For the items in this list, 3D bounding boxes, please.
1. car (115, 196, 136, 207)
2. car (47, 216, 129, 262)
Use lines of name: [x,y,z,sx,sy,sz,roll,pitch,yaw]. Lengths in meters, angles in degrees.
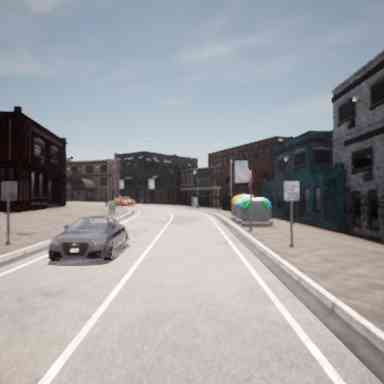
car: [-11.017,1.492,55.246,2.097,1.767,4.553,1,0,-33]
car: [-3.607,1.607,12.240,1.994,1.385,4.181,0,0,0]
